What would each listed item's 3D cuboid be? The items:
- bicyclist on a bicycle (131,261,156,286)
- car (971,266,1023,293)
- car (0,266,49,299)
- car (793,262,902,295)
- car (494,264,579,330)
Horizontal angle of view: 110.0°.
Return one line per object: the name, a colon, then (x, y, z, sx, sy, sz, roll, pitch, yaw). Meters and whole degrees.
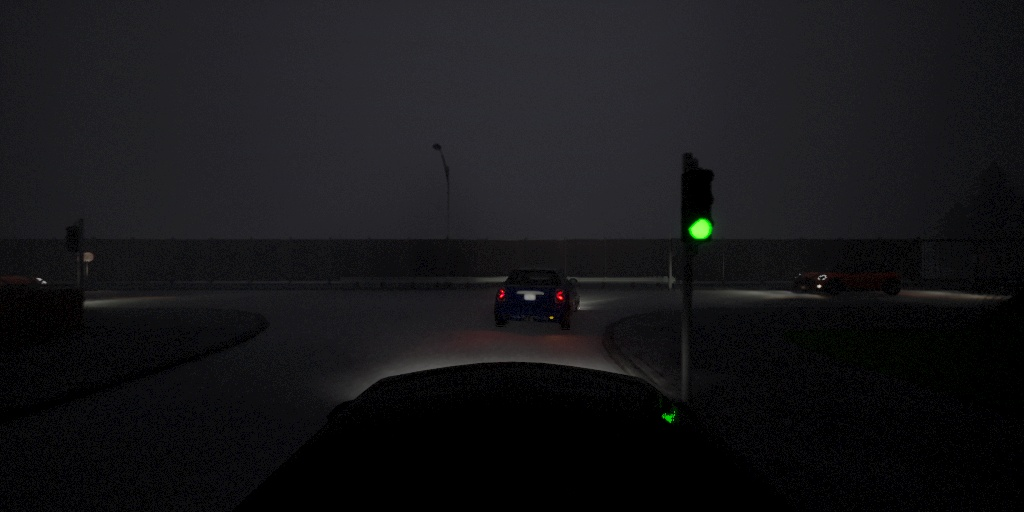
bicyclist on a bicycle: (-24.273, 1.131, 23.649, 0.582, 1.620, 1.656, 0, 0, 0)
car: (28.157, 1.254, 19.460, 5.008, 1.535, 1.882, 0, 0, 0)
car: (-22.909, 1.122, 15.251, 4.553, 1.767, 2.097, 0, 0, 0)
car: (18.027, 1.129, 19.459, 4.553, 1.767, 2.097, 0, 0, 0)
car: (0.962, 1.116, 11.556, 2.097, 1.767, 4.553, 0, 0, 13)
